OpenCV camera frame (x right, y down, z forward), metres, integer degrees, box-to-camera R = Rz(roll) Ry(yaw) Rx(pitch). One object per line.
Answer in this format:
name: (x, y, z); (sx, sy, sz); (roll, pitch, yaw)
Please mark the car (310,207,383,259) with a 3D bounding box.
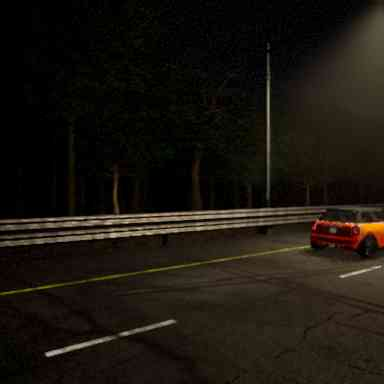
car: (6.663, 1.356, 12.831); (4.553, 1.767, 2.097); (0, 0, -35)
